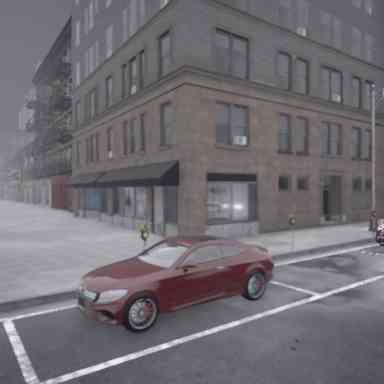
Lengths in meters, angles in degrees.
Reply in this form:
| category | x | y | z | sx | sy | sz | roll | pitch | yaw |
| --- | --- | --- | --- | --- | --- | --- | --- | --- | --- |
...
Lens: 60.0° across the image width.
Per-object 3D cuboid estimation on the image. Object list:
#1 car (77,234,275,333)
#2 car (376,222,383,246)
| category | x | y | z | sx | sy | sz | roll | pitch | yaw |
| --- | --- | --- | --- | --- | --- | --- | --- | --- | --- |
| car | -0.108 | 1.557 | 6.687 | 4.206 | 1.307 | 1.802 | 0 | 0 | -35 |
| car | 9.098 | 1.337 | 13.254 | 4.097 | 1.590 | 1.967 | 0 | 0 | -35 |
